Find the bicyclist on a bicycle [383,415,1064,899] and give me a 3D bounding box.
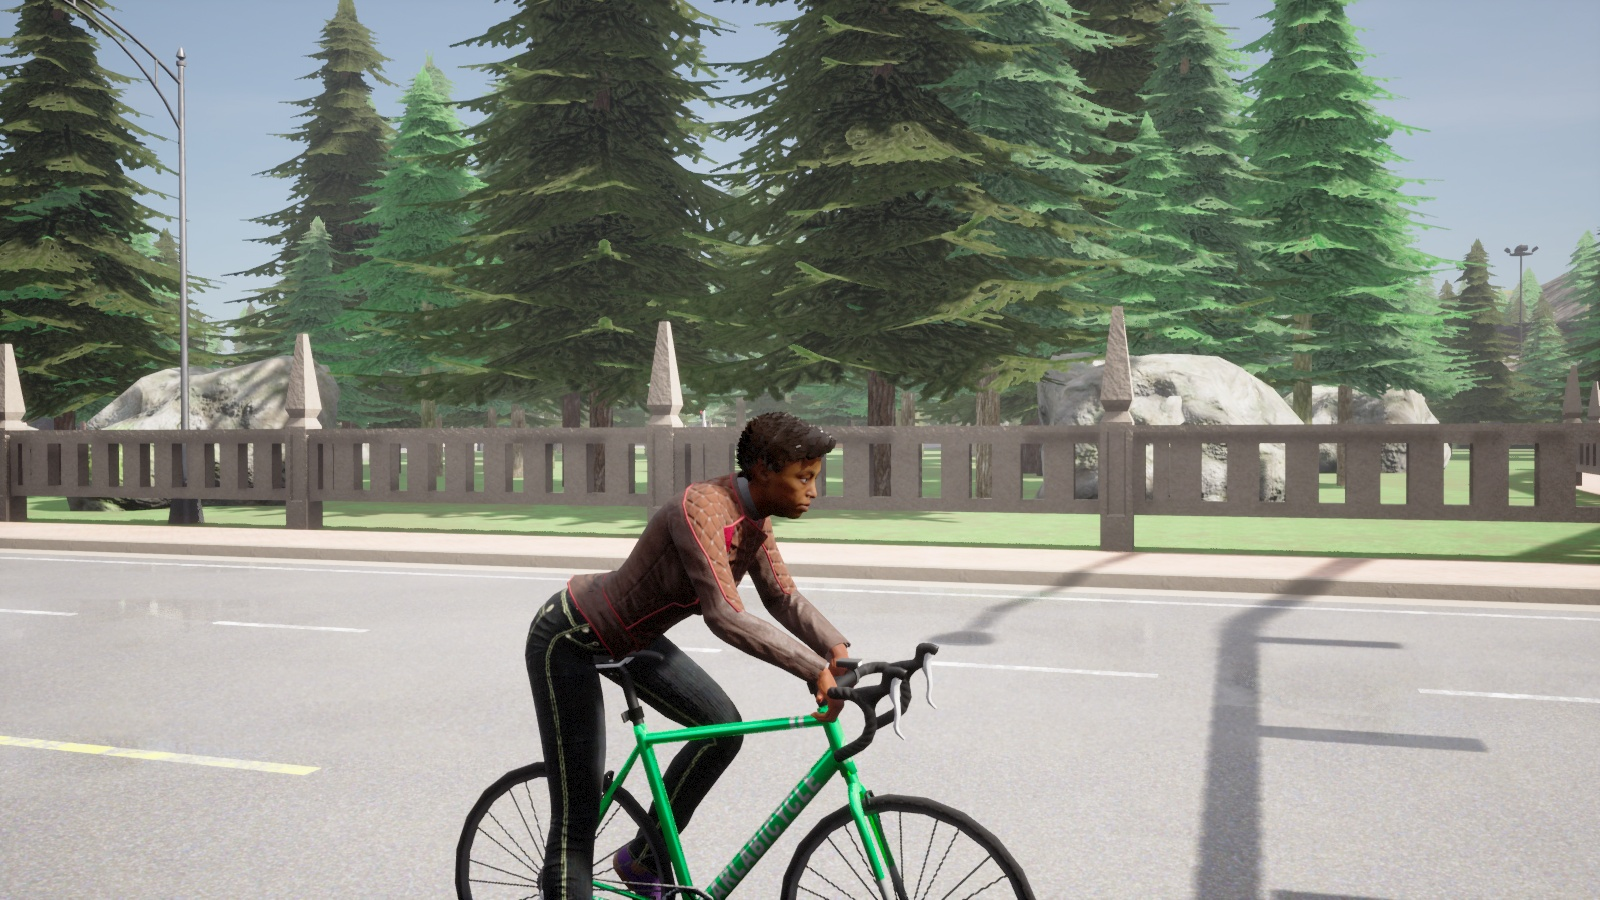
[{"bbox_3d":[-0.200,0.726,3.259,1.656,1.620,0.582,1,1,19],"label":"bicyclist on a bicycle"}]
